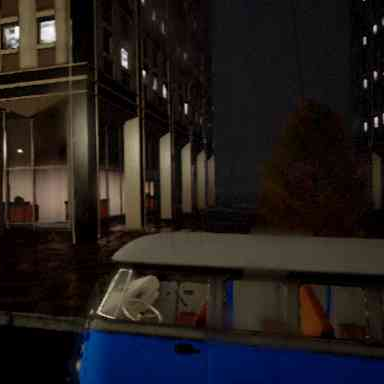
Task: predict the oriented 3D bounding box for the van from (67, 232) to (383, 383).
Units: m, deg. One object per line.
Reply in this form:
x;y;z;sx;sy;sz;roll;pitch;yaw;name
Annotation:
0.991;1.301;2.909;3.998;1.788;1.690;0;0;12;van
